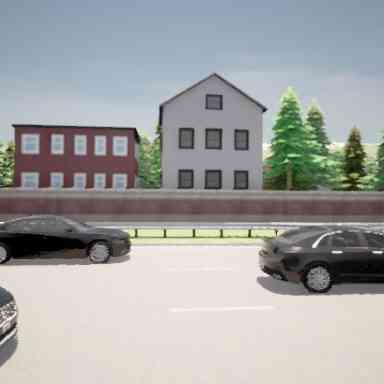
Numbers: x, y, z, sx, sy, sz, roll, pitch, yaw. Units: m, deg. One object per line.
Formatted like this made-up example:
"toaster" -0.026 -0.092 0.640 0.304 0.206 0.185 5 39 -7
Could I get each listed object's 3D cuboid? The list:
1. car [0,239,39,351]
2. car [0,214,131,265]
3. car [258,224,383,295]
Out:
"car" -4.865 1.486 4.187 4.892 1.490 1.837 1 -1 -5
"car" -4.605 1.520 11.243 5.008 1.535 1.882 0 0 -5
"car" 4.172 1.613 8.563 4.892 1.490 1.837 0 0 -5
